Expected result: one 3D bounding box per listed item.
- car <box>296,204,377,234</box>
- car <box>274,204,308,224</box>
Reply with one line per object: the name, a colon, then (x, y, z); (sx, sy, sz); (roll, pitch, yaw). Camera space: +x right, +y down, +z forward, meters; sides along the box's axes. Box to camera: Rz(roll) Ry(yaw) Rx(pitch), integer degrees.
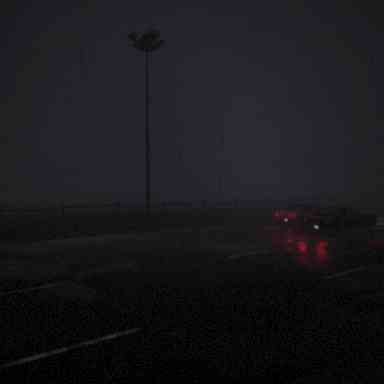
car: (8.106, 1.468, 18.130); (4.718, 1.301, 1.895); (-1, 0, -36)
car: (7.703, 1.452, 22.143); (4.718, 1.301, 1.895); (-1, 0, -35)
